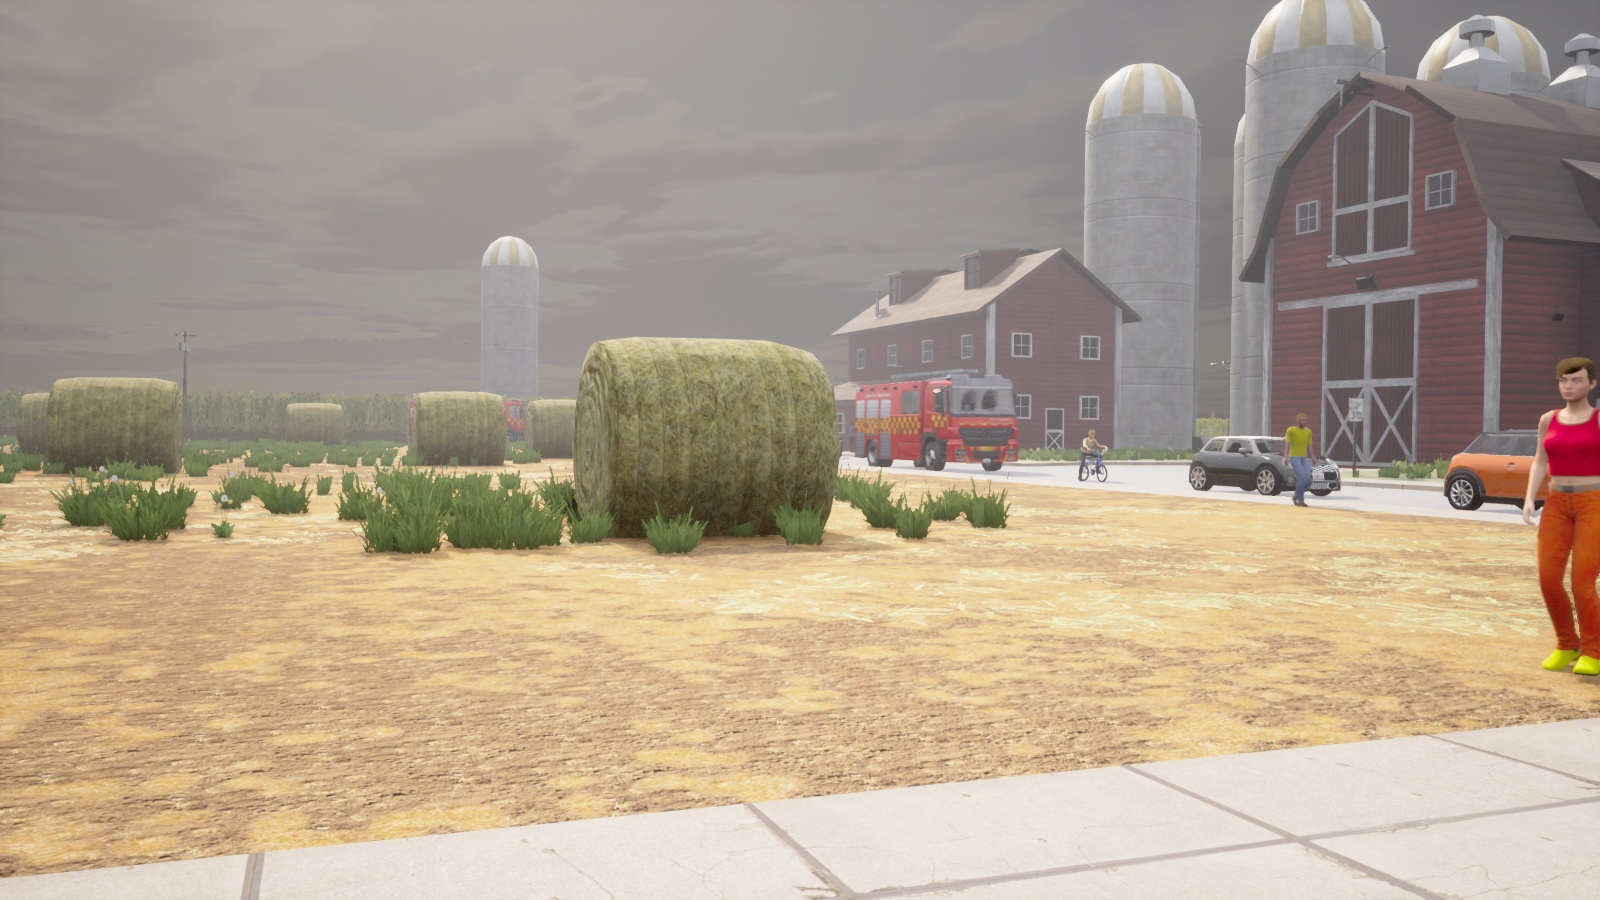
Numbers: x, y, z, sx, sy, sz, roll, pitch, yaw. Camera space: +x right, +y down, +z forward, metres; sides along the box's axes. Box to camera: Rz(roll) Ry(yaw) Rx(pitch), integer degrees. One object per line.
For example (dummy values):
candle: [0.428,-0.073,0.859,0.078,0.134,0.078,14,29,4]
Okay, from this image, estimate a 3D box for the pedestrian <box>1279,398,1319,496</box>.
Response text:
pedestrian: [9.547,-0.063,24.020,0.354,1.836,0.706,-1,1,-15]

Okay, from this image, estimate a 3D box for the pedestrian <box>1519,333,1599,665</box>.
pedestrian: [4.480,0.265,7.241,0.594,1.836,0.345,-1,1,-33]

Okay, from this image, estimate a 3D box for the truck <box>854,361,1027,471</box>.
truck: [5.193,-1.251,48.394,2.891,3.827,8.468,-2,1,-22]

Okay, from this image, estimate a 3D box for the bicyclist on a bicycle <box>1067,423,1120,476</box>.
bicyclist on a bicycle: [9.057,-0.021,38.790,0.866,1.612,1.509,-1,1,-22]

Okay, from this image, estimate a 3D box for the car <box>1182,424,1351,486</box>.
car: [11.792,0.089,31.991,1.970,1.475,3.806,-1,1,-22]

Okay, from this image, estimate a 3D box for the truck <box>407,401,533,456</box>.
truck: [-23.816,-1.585,90.712,8.468,3.827,2.891,-1,1,-21]

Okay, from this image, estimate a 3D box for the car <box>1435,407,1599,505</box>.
car: [14.920,0.071,24.185,2.097,1.767,4.553,-1,1,-22]
